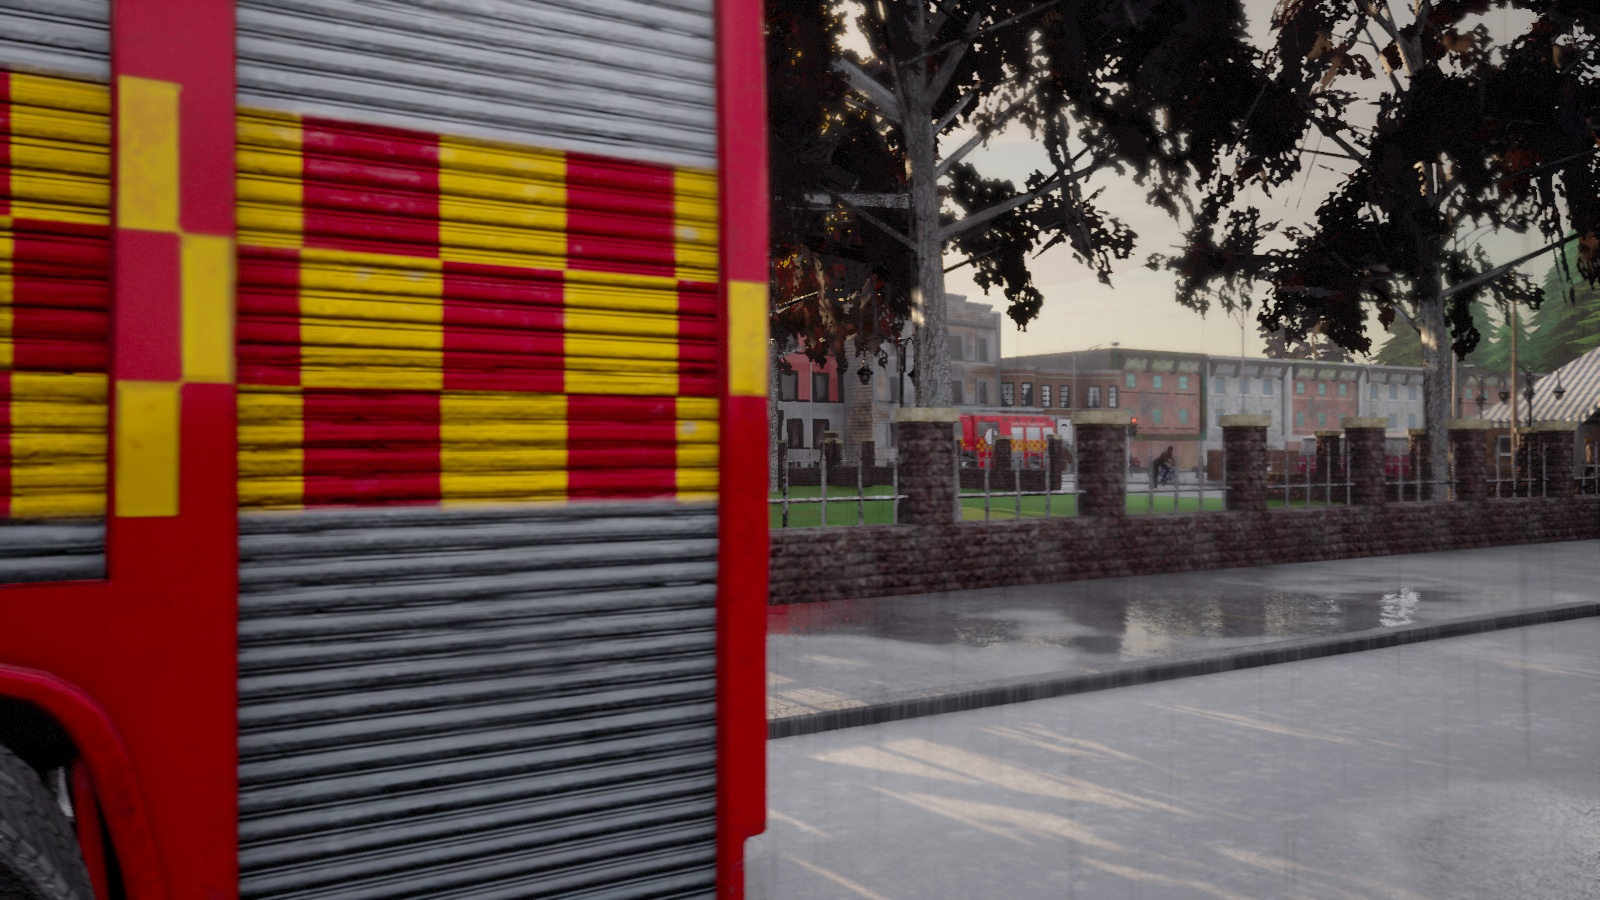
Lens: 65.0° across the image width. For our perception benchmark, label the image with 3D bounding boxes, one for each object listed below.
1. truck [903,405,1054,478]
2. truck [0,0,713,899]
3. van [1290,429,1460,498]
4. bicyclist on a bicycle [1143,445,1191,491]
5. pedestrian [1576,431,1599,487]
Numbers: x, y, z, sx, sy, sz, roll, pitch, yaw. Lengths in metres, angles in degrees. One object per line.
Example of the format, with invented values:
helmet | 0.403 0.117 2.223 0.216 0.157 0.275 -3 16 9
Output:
truck | 9.906 -0.471 69.280 8.468 3.827 2.891 0 0 -34
truck | -4.507 -0.391 1.204 8.468 3.827 2.891 0 0 -33
van | 17.521 0.396 38.476 1.775 1.987 4.442 0 0 -35
bicyclist on a bicycle | 13.199 0.623 45.191 0.582 1.620 1.656 0 0 -34
pedestrian | 25.999 0.301 41.392 0.331 1.846 0.634 0 0 -35
